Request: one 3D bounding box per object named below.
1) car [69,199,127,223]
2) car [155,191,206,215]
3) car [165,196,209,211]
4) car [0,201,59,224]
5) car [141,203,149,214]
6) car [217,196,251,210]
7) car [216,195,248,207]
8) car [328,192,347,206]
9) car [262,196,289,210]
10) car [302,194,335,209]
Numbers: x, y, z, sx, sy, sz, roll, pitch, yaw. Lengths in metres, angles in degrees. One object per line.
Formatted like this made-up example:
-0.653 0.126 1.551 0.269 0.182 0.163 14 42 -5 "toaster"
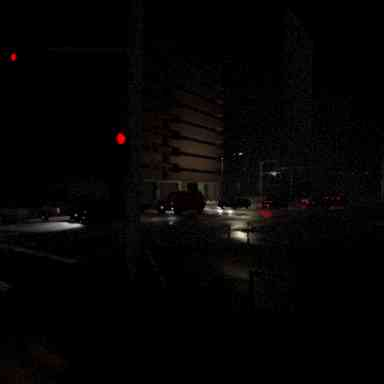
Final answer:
-6.180 1.277 22.630 1.994 1.385 4.181 1 1 35 "car"
-0.925 0.932 30.128 2.150 2.045 5.566 1 1 35 "car"
-0.445 1.201 36.929 2.033 1.411 5.357 1 1 35 "car"
-11.224 1.260 21.523 1.895 1.301 4.718 1 1 35 "car"
-5.974 1.257 29.030 1.895 1.301 4.718 1 1 35 "car"
5.044 1.255 38.655 2.033 1.411 5.357 1 1 35 "car"
5.552 1.198 45.432 2.033 1.411 5.357 1 1 36 "car"
21.696 1.036 49.924 2.150 2.045 5.566 1 1 35 "car"
9.874 1.268 39.129 1.837 1.490 4.892 1 0 35 "car"
15.882 1.365 41.613 2.033 1.411 5.357 1 1 35 "car"
